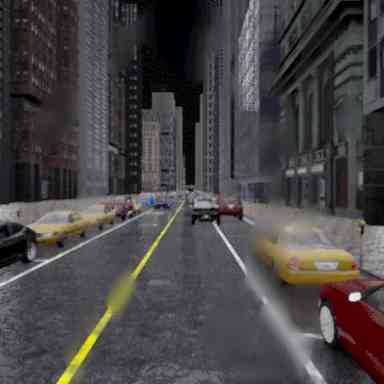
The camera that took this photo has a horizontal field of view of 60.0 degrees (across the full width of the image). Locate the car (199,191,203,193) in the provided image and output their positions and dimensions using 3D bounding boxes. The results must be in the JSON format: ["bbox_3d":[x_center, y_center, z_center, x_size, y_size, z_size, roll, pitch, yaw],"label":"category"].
[{"bbox_3d":[2.728,1.057,59.723,1.967,1.590,4.097,0,0,0],"label":"car"}]

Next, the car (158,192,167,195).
[{"bbox_3d":[-5.795,0.966,54.072,2.192,1.841,5.009,0,0,0],"label":"car"}]

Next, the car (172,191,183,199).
[{"bbox_3d":[-3.040,0.962,77.221,1.895,1.301,4.718,0,0,0],"label":"car"}]

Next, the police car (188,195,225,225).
[{"bbox_3d":[0.874,1.270,22.899,1.930,1.638,5.238,0,0,0],"label":"police car"}]

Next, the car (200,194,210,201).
[{"bbox_3d":[2.723,1.117,71.005,1.947,1.339,4.313,0,0,0],"label":"car"}]

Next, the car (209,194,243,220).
[{"bbox_3d":[2.745,1.140,25.881,2.192,1.841,5.009,0,0,0],"label":"car"}]

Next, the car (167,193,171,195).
[{"bbox_3d":[-5.801,0.900,65.353,2.192,1.841,5.009,0,0,0],"label":"car"}]

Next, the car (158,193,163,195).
[{"bbox_3d":[-5.791,1.235,48.433,2.008,1.369,4.403,0,0,0],"label":"car"}]

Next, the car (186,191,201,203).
[{"bbox_3d":[-0.029,1.123,57.355,2.128,1.511,4.902,0,0,0],"label":"car"}]

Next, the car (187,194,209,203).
[{"bbox_3d":[0.761,1.259,32.761,1.882,1.535,5.008,0,0,-2],"label":"car"}]

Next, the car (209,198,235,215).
[{"bbox_3d":[2.743,1.340,31.523,2.008,1.369,4.403,0,0,0],"label":"car"}]

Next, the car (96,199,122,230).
[{"bbox_3d":[-5.776,1.389,20.060,1.752,1.417,4.829,0,0,0],"label":"car"}]

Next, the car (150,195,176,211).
[{"bbox_3d":[-3.116,1.358,36.468,1.895,1.301,4.718,0,0,0],"label":"car"}]

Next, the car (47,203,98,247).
[{"bbox_3d":[-5.773,1.427,14.419,1.752,1.417,4.829,0,0,0],"label":"car"}]

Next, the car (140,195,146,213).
[{"bbox_3d":[-5.782,1.316,31.341,1.752,1.417,4.829,0,0,0],"label":"car"}]

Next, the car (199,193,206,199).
[{"bbox_3d":[2.714,0.997,87.927,1.887,1.381,4.507,0,0,0],"label":"car"}]

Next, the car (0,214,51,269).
[{"bbox_3d":[-5.770,1.504,8.949,1.947,1.339,4.313,0,0,0],"label":"car"}]

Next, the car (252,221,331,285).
[{"bbox_3d":[2.755,1.462,9.131,1.752,1.417,4.829,0,0,0],"label":"car"}]

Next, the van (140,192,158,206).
[{"bbox_3d":[-5.789,1.060,42.791,1.690,1.788,3.998,0,0,0],"label":"van"}]

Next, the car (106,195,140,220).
[{"bbox_3d":[-5.780,1.140,25.869,2.192,1.841,5.009,0,0,0],"label":"car"}]

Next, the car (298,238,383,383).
[{"bbox_3d":[2.758,1.521,3.321,1.887,1.381,4.507,0,0,0],"label":"car"}]

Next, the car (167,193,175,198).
[{"bbox_3d":[-5.814,0.970,93.558,2.008,1.369,4.403,0,0,0],"label":"car"}]

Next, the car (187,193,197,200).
[{"bbox_3d":[-0.037,0.918,73.051,2.128,1.511,4.902,0,0,0],"label":"car"}]

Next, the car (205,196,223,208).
[{"bbox_3d":[2.737,1.269,42.803,2.008,1.369,4.403,0,0,0],"label":"car"}]
